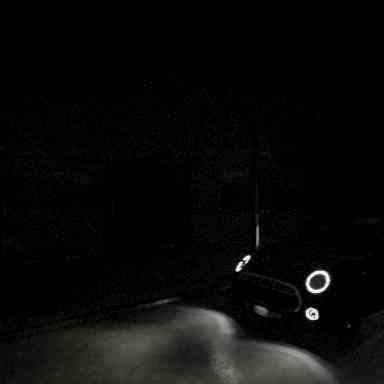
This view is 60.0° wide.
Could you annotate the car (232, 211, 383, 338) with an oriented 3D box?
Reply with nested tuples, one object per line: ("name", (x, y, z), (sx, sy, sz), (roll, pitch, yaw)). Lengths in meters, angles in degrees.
("car", (2.953, 1.330, 6.705), (4.553, 1.767, 2.097), (0, 0, -35))
